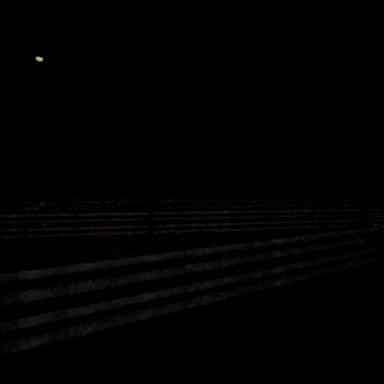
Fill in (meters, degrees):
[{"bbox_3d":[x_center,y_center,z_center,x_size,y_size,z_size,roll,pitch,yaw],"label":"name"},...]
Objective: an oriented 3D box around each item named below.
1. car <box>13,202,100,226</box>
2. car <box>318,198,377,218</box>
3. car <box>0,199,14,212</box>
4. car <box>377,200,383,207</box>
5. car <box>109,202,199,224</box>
[{"bbox_3d":[-7.869,1.318,20.111,4.674,1.442,1.812,0,0,-18],"label":"car"},{"bbox_3d":[12.118,1.424,26.529,4.181,1.385,1.994,0,0,-18],"label":"car"},{"bbox_3d":[-12.740,1.217,22.221,5.008,1.535,1.882,0,0,-18],"label":"car"},{"bbox_3d":[16.762,1.371,31.692,4.892,1.490,1.837,0,1,-18],"label":"car"},{"bbox_3d":[-2.027,1.322,18.310,4.892,1.490,1.837,0,0,-18],"label":"car"}]
